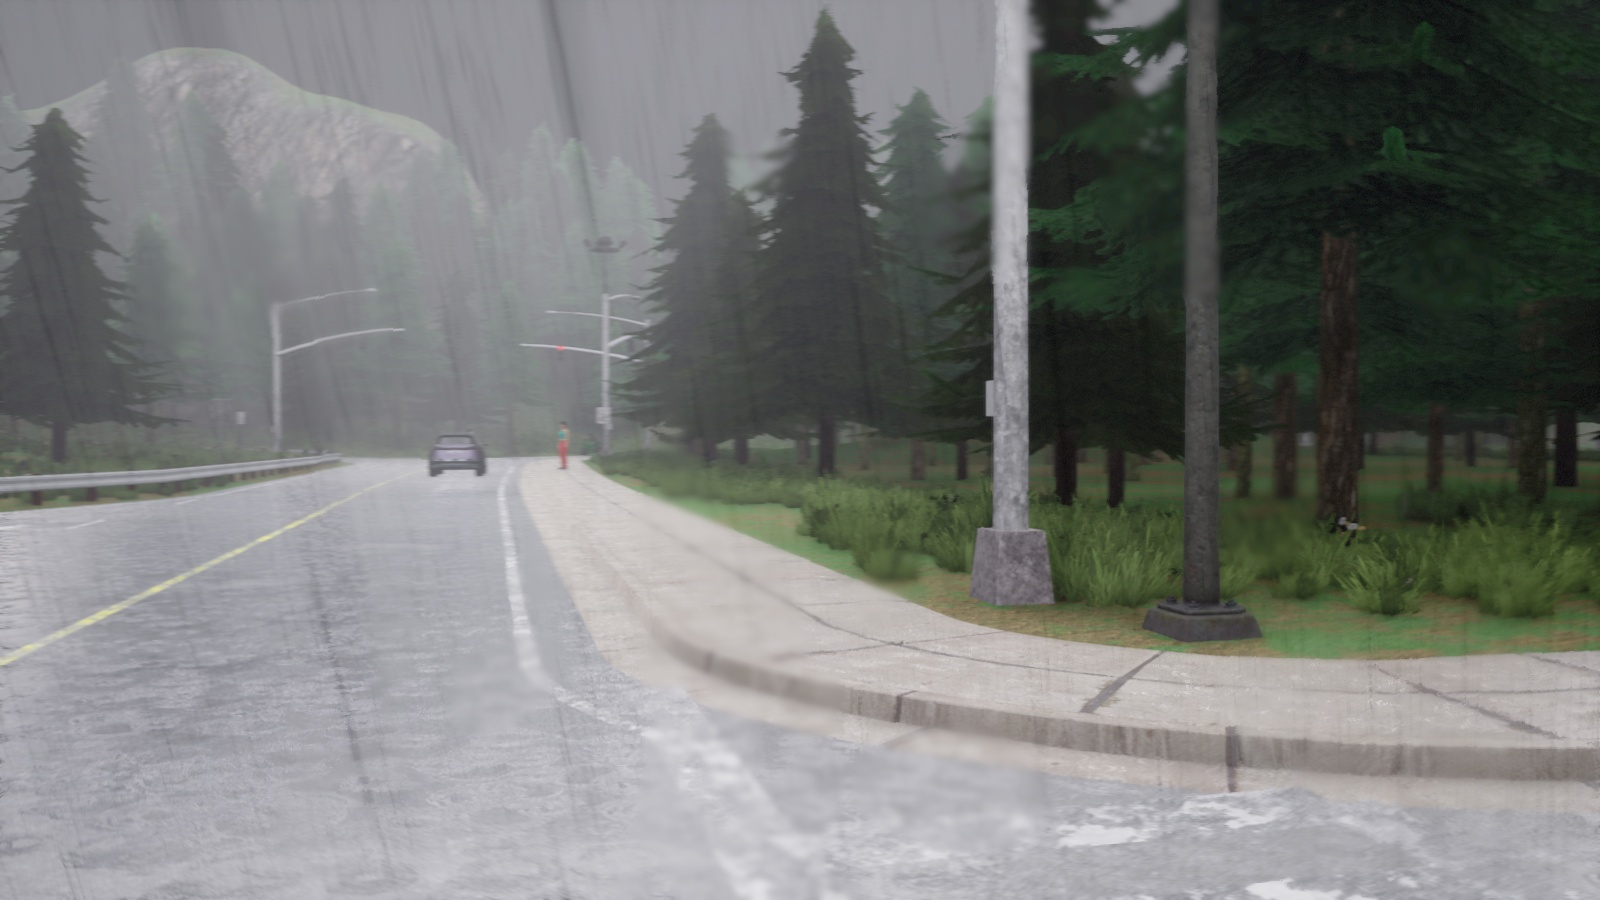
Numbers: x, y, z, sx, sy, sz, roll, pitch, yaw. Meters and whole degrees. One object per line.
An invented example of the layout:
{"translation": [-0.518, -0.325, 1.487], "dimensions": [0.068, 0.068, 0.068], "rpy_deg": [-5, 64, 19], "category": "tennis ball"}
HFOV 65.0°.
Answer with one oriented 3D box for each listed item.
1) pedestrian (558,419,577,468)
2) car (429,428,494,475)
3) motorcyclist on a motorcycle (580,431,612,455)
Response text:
{"translation": [-8.876, -0.251, 47.979], "dimensions": [0.594, 1.836, 0.345], "rpy_deg": [0, 1, -38], "category": "pedestrian"}
{"translation": [-12.418, 0.019, 46.341], "dimensions": [2.033, 1.649, 4.856], "rpy_deg": [0, 1, -12], "category": "car"}
{"translation": [-13.355, -0.443, 82.409], "dimensions": [0.797, 1.523, 2.044], "rpy_deg": [2, 2, 39], "category": "motorcyclist on a motorcycle"}
